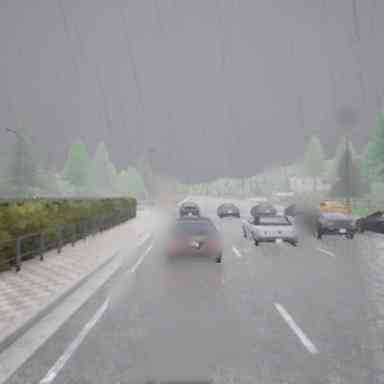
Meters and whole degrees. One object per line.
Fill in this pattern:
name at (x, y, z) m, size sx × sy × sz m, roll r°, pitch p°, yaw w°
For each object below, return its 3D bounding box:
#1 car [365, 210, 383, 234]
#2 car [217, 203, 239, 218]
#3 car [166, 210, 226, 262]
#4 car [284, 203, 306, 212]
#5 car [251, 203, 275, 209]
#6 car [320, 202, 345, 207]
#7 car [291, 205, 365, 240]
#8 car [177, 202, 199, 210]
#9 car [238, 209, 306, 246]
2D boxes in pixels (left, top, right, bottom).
car at (10.566, 1.658, 17.740) m, size 1.812 × 1.442 × 4.674 m, roll 0°, pitch 0°, yaw 0°
car at (3.562, 1.811, 33.175) m, size 1.994 × 1.385 × 4.181 m, roll 0°, pitch 0°, yaw 0°
car at (0.072, 1.641, 12.429) m, size 2.033 × 1.411 × 5.357 m, roll 0°, pitch 0°, yaw 0°
car at (10.562, 1.810, 33.046) m, size 1.994 × 1.385 × 4.181 m, roll 0°, pitch 0°, yaw 0°
car at (7.062, 1.811, 33.081) m, size 1.994 × 1.385 × 4.181 m, roll 0°, pitch 0°, yaw 0°
car at (14.063, 1.731, 34.057) m, size 1.882 × 1.535 × 5.008 m, roll 0°, pitch 0°, yaw 0°
car at (7.065, 1.660, 17.907) m, size 1.812 × 1.442 × 4.674 m, roll 0°, pitch 0°, yaw 0°
car at (-0.356, 1.748, 32.511) m, size 1.837 × 1.490 × 4.892 m, roll 0°, pitch 0°, yaw -5°
car at (3.577, 1.719, 15.842) m, size 1.895 × 1.301 × 4.718 m, roll 0°, pitch 0°, yaw 0°
